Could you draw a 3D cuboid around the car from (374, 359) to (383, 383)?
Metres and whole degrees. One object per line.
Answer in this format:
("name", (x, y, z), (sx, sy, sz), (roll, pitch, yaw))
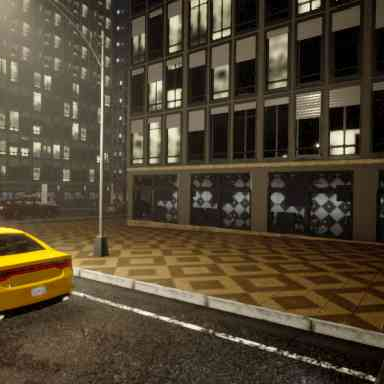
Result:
("car", (3.567, 1.548, 1.154), (5.357, 1.411, 2.033), (0, 0, 35))

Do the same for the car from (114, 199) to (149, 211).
("car", (-8.558, 1.769, 47.310), (1.837, 1.490, 4.892), (1, 1, 36))

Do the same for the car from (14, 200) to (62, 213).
("car", (-17.913, 1.641, 38.964), (1.752, 1.417, 4.829), (1, 0, 36))

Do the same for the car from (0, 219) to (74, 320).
("car", (-4.540, 1.474, 6.890), (5.008, 1.535, 1.882), (0, 0, 35))

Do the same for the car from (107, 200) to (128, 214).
("car", (-7.618, 1.829, 38.831), (1.752, 1.417, 4.829), (1, 0, 36))

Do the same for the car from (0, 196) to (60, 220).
("car", (-14.388, 1.518, 29.599), (2.192, 1.841, 5.009), (1, 0, 36))
